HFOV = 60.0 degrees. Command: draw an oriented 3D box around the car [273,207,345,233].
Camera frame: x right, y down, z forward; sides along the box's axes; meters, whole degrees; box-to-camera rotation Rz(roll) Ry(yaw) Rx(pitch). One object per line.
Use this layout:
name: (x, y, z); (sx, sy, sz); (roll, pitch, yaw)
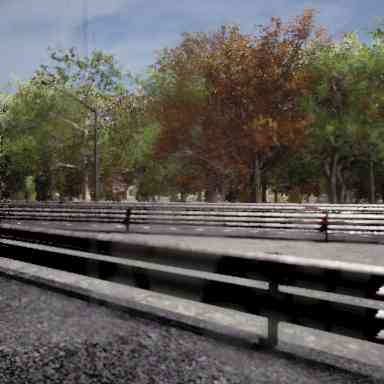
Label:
car: (7.018, 1.631, 20.226); (4.181, 1.385, 1.994); (0, 0, 18)
